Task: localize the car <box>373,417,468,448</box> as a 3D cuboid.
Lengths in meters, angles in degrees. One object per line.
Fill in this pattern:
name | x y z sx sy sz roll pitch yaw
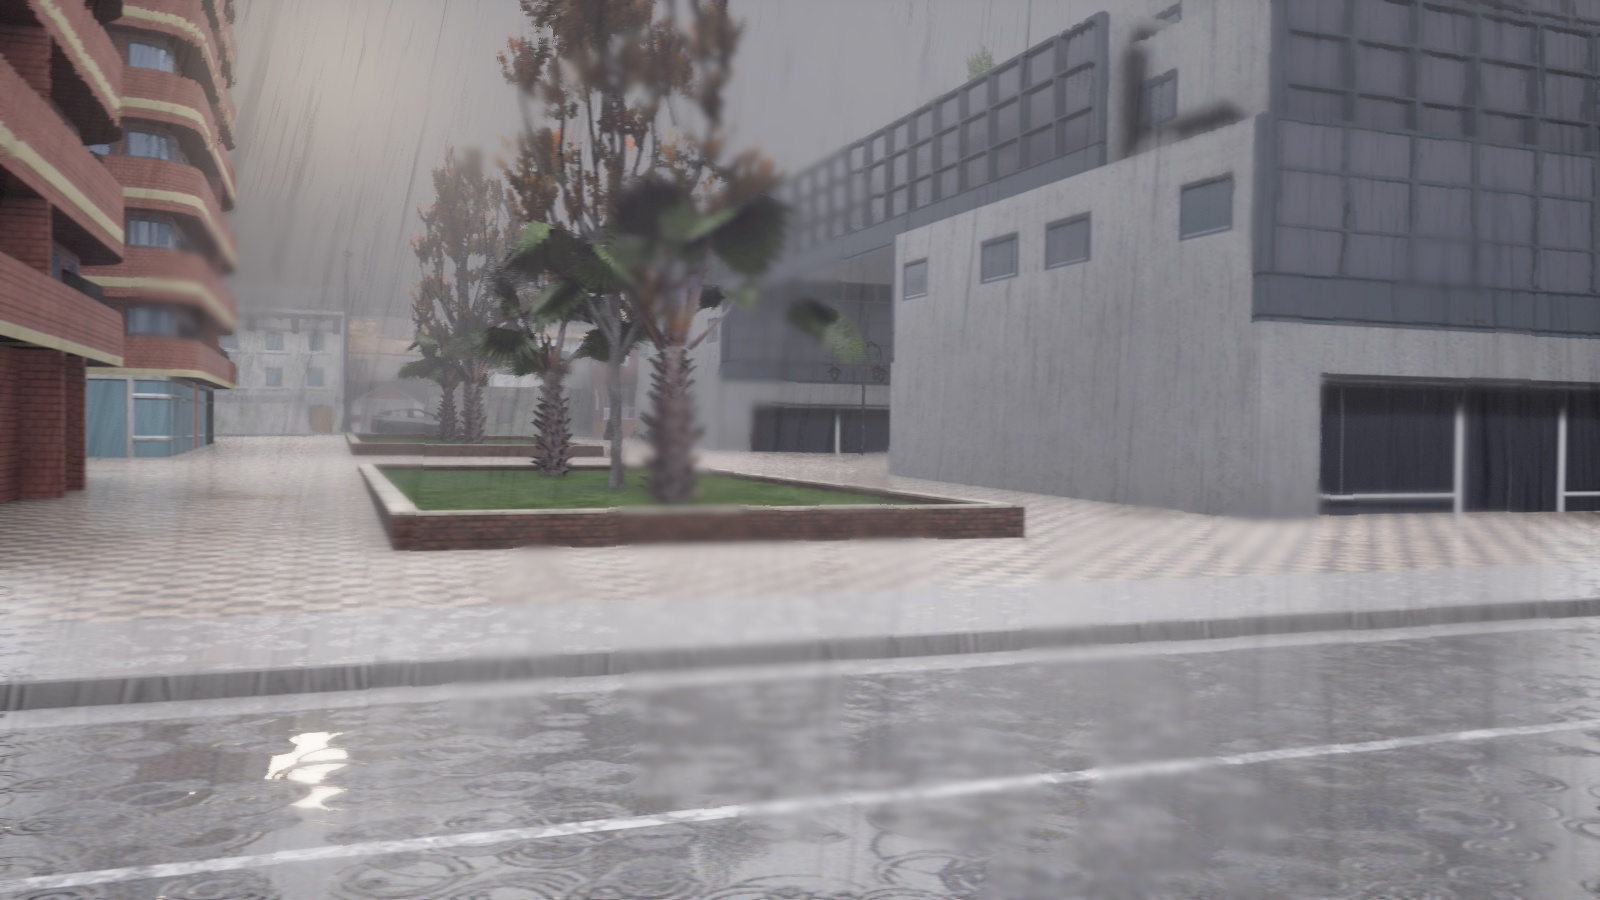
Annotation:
car | -19.514 -0.925 64.555 4.514 1.525 2.007 -1 1 -21
